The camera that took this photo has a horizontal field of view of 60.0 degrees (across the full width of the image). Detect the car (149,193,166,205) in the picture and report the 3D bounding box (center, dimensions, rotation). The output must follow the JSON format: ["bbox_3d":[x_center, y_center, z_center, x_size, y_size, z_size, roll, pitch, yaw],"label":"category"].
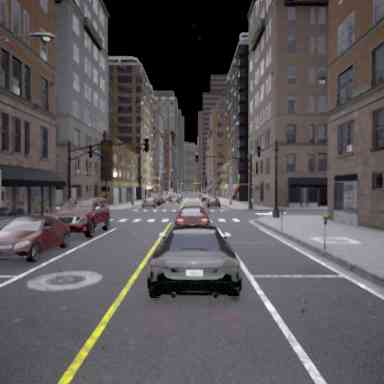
[{"bbox_3d":[-5.647,1.111,49.880,2.192,1.841,5.009,-1,0,0],"label":"car"}]

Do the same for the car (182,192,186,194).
[{"bbox_3d":[-2.952,1.247,73.934,2.128,1.511,4.902,0,0,0],"label":"car"}]

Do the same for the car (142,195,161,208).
[{"bbox_3d":[-5.647,1.397,44.316,1.802,1.307,4.206,-1,0,0],"label":"car"}]

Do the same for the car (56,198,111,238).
[{"bbox_3d":[-5.667,1.235,17.315,2.192,1.841,5.009,-1,0,0],"label":"car"}]

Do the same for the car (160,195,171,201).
[{"bbox_3d":[-5.630,1.281,72.139,2.008,1.369,4.403,-1,0,0],"label":"car"}]

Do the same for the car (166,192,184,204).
[{"bbox_3d":[-3.025,1.260,58.762,2.128,1.511,4.902,0,0,0],"label":"car"}]

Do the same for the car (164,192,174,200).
[{"bbox_3d":[-5.626,1.017,83.269,2.192,1.841,5.009,-1,0,0],"label":"car"}]

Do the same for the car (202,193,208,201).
[{"bbox_3d":[2.881,1.321,50.071,1.752,1.417,4.829,-1,0,0],"label":"car"}]

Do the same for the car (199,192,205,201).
[{"bbox_3d":[2.892,1.289,66.591,1.887,1.381,4.507,-1,0,0],"label":"car"}]

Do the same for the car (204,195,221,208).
[{"bbox_3d":[2.878,1.397,44.338,1.802,1.307,4.206,-1,0,0],"label":"car"}]

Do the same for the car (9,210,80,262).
[{"bbox_3d":[-5.668,1.527,11.733,1.802,1.307,4.206,-1,0,0],"label":"car"}]

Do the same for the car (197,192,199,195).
[{"bbox_3d":[2.902,1.253,83.281,2.008,1.369,4.403,-1,0,0],"label":"car"}]

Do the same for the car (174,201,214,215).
[{"bbox_3d":[0.031,1.445,17.590,1.812,1.442,4.674,0,0,1],"label":"car"}]

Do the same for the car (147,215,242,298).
[{"bbox_3d":[0.072,1.524,8.440,1.994,1.385,4.181,0,0,1],"label":"car"}]

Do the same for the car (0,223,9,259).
[{"bbox_3d":[-5.672,1.521,6.150,2.008,1.369,4.403,-1,0,0],"label":"car"}]

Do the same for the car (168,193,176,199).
[{"bbox_3d":[-5.617,1.114,94.400,1.967,1.590,4.097,-1,0,0],"label":"car"}]

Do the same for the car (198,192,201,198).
[{"bbox_3d":[2.894,1.170,72.154,1.967,1.590,4.097,-1,0,0],"label":"car"}]
